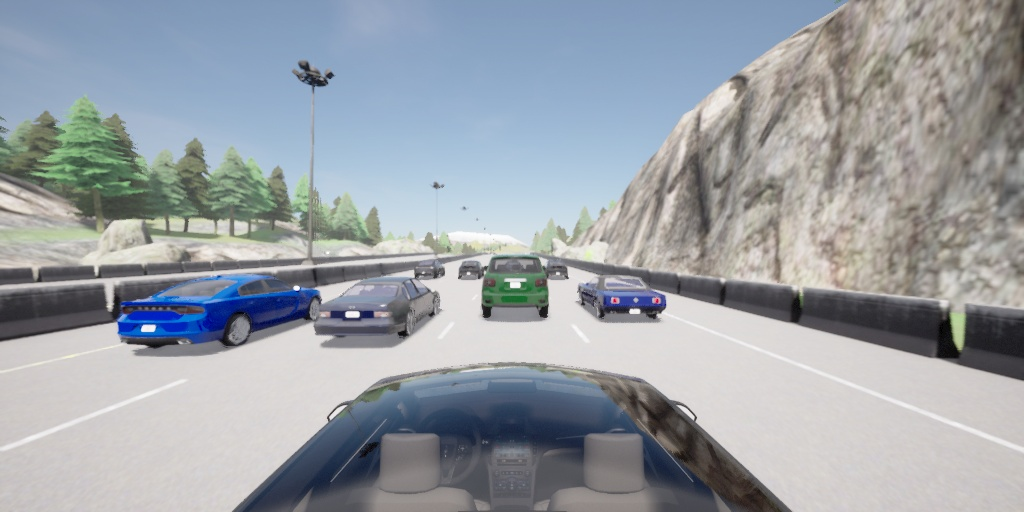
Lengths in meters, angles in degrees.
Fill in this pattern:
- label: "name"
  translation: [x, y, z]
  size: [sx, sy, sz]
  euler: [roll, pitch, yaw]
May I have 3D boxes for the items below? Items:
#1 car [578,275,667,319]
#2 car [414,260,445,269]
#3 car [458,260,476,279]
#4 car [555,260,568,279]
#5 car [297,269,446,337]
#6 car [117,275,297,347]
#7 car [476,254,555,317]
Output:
- label: "car"
  translation: [3.600, 1.325, 12.711]
  size: [1.895, 1.301, 4.718]
  euler: [0, 0, 0]
- label: "car"
  translation: [-6.899, 1.083, 30.404]
  size: [2.128, 1.511, 4.902]
  euler: [0, 1, 0]
- label: "car"
  translation: [-3.398, 1.095, 30.528]
  size: [1.837, 1.490, 4.892]
  euler: [0, 1, 0]
- label: "car"
  translation: [3.602, 1.095, 30.537]
  size: [1.837, 1.490, 4.892]
  euler: [0, 1, 0]
- label: "car"
  translation: [-3.400, 1.282, 10.143]
  size: [2.033, 1.411, 5.357]
  euler: [0, 0, 0]
- label: "car"
  translation: [-6.900, 1.215, 9.281]
  size: [1.882, 1.535, 5.008]
  euler: [0, 0, 0]
- label: "car"
  translation: [0.100, 0.943, 13.250]
  size: [2.150, 2.045, 5.566]
  euler: [0, 0, 0]
